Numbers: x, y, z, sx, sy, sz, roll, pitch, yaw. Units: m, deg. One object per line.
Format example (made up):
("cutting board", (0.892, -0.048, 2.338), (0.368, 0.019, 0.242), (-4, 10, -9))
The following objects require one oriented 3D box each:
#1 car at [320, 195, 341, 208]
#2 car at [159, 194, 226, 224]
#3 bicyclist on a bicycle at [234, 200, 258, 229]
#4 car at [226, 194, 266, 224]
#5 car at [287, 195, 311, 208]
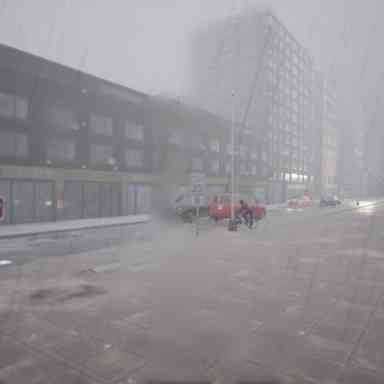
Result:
("car", (19.871, 1.256, 47.611), (2.097, 1.767, 4.553), (0, 0, 35))
("car", (-0.024, 1.162, 24.720), (2.150, 2.045, 5.566), (0, 0, 35))
("bicyclist on a bicycle", (2.937, 1.267, 18.777), (1.656, 1.620, 0.582), (0, 0, 35))
("car", (3.483, 1.168, 24.609), (2.150, 2.045, 5.566), (0, 0, 36))
("car", (14.426, 1.251, 44.899), (2.097, 1.767, 4.553), (0, 0, 36))
